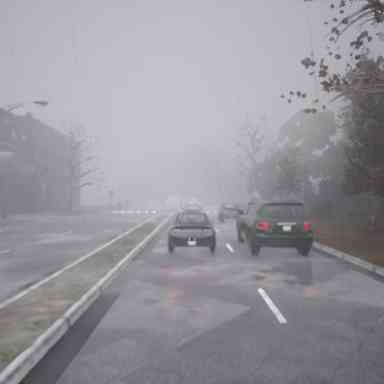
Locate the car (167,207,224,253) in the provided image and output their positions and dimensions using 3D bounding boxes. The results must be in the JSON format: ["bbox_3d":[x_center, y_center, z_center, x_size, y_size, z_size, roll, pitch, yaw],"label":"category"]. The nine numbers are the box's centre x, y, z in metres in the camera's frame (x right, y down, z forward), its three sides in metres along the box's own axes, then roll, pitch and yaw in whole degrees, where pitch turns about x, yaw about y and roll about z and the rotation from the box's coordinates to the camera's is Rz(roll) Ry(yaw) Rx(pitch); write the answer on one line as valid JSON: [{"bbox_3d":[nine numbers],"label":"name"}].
[{"bbox_3d":[0.001,1.630,14.313,2.128,1.511,4.902,0,0,0],"label":"car"}]

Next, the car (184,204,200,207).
[{"bbox_3d":[-0.002,1.807,29.409,1.812,1.442,4.674,0,0,0],"label":"car"}]

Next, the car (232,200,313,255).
[{"bbox_3d":[3.247,1.352,14.037,2.150,2.045,5.566,0,0,0],"label":"car"}]

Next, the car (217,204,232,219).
[{"bbox_3d":[3.247,1.773,29.324,2.128,1.511,4.902,0,0,0],"label":"car"}]
